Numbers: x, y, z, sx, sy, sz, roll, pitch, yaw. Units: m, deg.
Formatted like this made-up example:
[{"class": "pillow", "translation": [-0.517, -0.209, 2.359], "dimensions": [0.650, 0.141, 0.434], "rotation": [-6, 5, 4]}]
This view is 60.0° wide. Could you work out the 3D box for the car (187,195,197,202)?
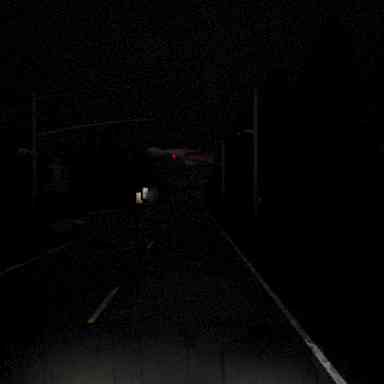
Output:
[{"class": "car", "translation": [0.010, 1.350, 74.431], "dimensions": [1.837, 1.490, 4.892], "rotation": [0, 0, 0]}]
